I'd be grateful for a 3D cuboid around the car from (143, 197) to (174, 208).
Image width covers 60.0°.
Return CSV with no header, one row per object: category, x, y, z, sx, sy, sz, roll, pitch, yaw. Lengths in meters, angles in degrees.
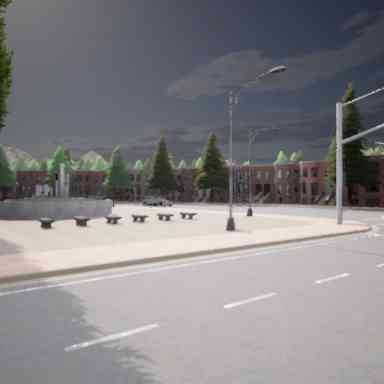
car,-4.772,1.455,47.214,4.902,1.511,2.128,0,0,33
